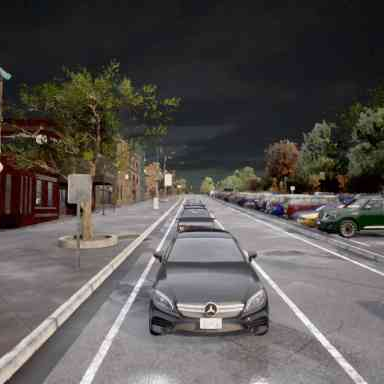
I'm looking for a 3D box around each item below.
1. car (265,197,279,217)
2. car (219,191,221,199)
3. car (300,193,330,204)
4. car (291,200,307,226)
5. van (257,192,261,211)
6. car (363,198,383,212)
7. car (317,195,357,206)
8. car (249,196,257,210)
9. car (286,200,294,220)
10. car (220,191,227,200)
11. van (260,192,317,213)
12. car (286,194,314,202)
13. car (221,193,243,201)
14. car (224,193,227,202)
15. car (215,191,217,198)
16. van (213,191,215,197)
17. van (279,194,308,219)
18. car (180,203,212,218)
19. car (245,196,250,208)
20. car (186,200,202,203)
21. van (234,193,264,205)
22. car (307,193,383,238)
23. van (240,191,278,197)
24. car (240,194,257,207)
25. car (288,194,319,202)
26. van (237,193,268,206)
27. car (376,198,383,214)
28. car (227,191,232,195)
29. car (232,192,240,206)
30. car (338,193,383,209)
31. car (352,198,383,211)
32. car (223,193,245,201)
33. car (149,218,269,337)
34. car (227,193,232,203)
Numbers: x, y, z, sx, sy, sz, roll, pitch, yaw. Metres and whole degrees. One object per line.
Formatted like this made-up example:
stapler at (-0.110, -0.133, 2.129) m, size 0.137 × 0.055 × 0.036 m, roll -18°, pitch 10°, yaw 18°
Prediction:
car at (9.187, 1.460, 28.264) m, size 5.008 × 1.535 × 2.097 m, roll 0°, pitch 0°, yaw 0°
car at (8.874, 0.938, 67.515) m, size 5.566 × 2.045 × 2.435 m, roll 0°, pitch 1°, yaw 0°
car at (22.072, 1.136, 59.659) m, size 4.553 × 1.767 × 2.185 m, roll 0°, pitch 1°, yaw 0°
car at (9.069, 1.466, 19.854) m, size 5.366 × 1.575 × 1.946 m, roll 0°, pitch 0°, yaw 0°
van at (9.268, 1.222, 33.873) m, size 4.442 × 1.987 × 1.878 m, roll 0°, pitch 0°, yaw 0°
car at (22.175, 1.469, 37.446) m, size 4.792 × 1.488 × 2.163 m, roll 0°, pitch 0°, yaw 0°
car at (22.288, 1.332, 51.333) m, size 5.366 × 1.575 × 1.946 m, roll 0°, pitch 1°, yaw 0°
car at (9.159, 1.470, 36.676) m, size 4.792 × 1.488 × 2.163 m, roll 0°, pitch 0°, yaw 0°
car at (9.236, 1.506, 22.658) m, size 4.674 × 1.452 × 2.002 m, roll 0°, pitch 0°, yaw 0°
car at (8.895, 0.963, 64.712) m, size 5.566 × 2.045 × 2.435 m, roll 0°, pitch 1°, yaw 0°
van at (9.055, 1.230, 31.070) m, size 4.442 × 1.987 × 1.878 m, roll 0°, pitch 0°, yaw 0°
car at (21.985, 1.188, 67.986) m, size 4.892 × 1.521 × 2.231 m, roll 0°, pitch 1°, yaw 0°
car at (8.830, 1.014, 73.123) m, size 4.553 × 1.767 × 2.185 m, roll 0°, pitch 1°, yaw 0°
car at (8.941, 1.279, 61.912) m, size 4.674 × 1.452 × 2.002 m, roll 0°, pitch 1°, yaw 0°
car at (8.794, 1.065, 81.533) m, size 5.008 × 1.535 × 2.097 m, roll 0°, pitch 1°, yaw 0°
van at (8.620, 0.764, 89.940) m, size 4.442 × 1.987 × 1.878 m, roll 0°, pitch 1°, yaw 0°
van at (9.330, 1.237, 25.462) m, size 4.442 × 1.987 × 1.878 m, roll 0°, pitch 0°, yaw 0°
car at (0.188, 1.532, 17.422) m, size 2.033 × 1.411 × 5.357 m, roll 0°, pitch 0°, yaw 0°
car at (9.107, 1.466, 39.484) m, size 4.674 × 1.452 × 2.002 m, roll 0°, pitch 0°, yaw 0°
car at (0.211, 1.442, 29.870) m, size 2.128 × 1.511 × 4.902 m, roll 0°, pitch 0°, yaw 0°
van at (9.123, 1.089, 53.501) m, size 4.442 × 1.987 × 1.878 m, roll 0°, pitch 1°, yaw 0°
car at (9.247, 1.221, 17.051) m, size 5.566 × 2.045 × 2.435 m, roll 0°, pitch 0°, yaw 0°
van at (9.185, 1.163, 45.094) m, size 4.442 × 1.987 × 1.878 m, roll 0°, pitch 0°, yaw 0°
car at (9.095, 1.409, 42.287) m, size 4.892 × 1.521 × 2.231 m, roll 0°, pitch 0°, yaw 0°
car at (21.814, 1.209, 65.208) m, size 5.366 × 1.575 × 1.946 m, roll 0°, pitch 0°, yaw 0°
van at (9.143, 1.113, 50.698) m, size 4.442 × 1.987 × 1.878 m, roll 0°, pitch 1°, yaw 0°
car at (22.410, 1.444, 34.675) m, size 5.366 × 1.575 × 1.946 m, roll 0°, pitch 0°, yaw 0°
car at (8.996, 1.139, 59.107) m, size 4.553 × 1.767 × 2.185 m, roll 0°, pitch 1°, yaw 0°
car at (9.019, 1.113, 47.893) m, size 5.566 × 2.045 × 2.435 m, roll 0°, pitch 1°, yaw 0°
car at (22.135, 1.153, 43.002) m, size 5.566 × 2.045 × 2.435 m, roll 0°, pitch 0°, yaw 0°
car at (22.213, 1.452, 40.229) m, size 4.792 × 1.488 × 2.163 m, roll 0°, pitch 0°, yaw 0°
car at (8.851, 1.039, 70.319) m, size 4.553 × 1.767 × 2.185 m, roll 0°, pitch 1°, yaw 0°
car at (0.251, 1.524, 6.843) m, size 1.812 × 1.442 × 4.674 m, roll 0°, pitch 0°, yaw 0°
car at (8.979, 1.290, 56.306) m, size 4.892 × 1.521 × 2.231 m, roll 0°, pitch 1°, yaw 0°
